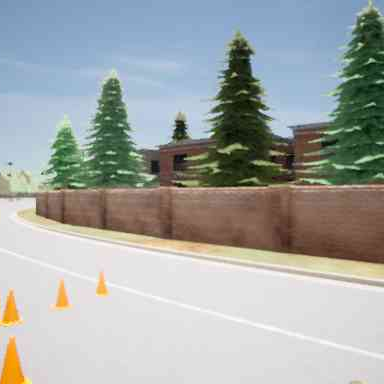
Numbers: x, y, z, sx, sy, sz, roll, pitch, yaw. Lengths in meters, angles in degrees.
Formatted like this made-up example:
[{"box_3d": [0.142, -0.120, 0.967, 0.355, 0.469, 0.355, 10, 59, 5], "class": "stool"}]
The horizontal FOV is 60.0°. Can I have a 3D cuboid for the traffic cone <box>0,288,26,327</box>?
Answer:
[{"box_3d": [-3.187, 2.002, 5.875, 0.340, 0.580, 0.340, 0, -1, 35], "class": "traffic cone"}]

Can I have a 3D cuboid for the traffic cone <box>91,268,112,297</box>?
[{"box_3d": [-2.048, 2.016, 7.519, 0.340, 0.580, 0.340, 0, -1, 35], "class": "traffic cone"}]

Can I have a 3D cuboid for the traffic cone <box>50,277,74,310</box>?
[{"box_3d": [-2.617, 2.009, 6.697, 0.340, 0.580, 0.340, 0, -1, 35], "class": "traffic cone"}]

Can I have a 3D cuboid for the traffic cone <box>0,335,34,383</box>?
[{"box_3d": [-2.113, 1.987, 3.914, 0.340, 0.580, 0.340, 0, -1, 35], "class": "traffic cone"}]
